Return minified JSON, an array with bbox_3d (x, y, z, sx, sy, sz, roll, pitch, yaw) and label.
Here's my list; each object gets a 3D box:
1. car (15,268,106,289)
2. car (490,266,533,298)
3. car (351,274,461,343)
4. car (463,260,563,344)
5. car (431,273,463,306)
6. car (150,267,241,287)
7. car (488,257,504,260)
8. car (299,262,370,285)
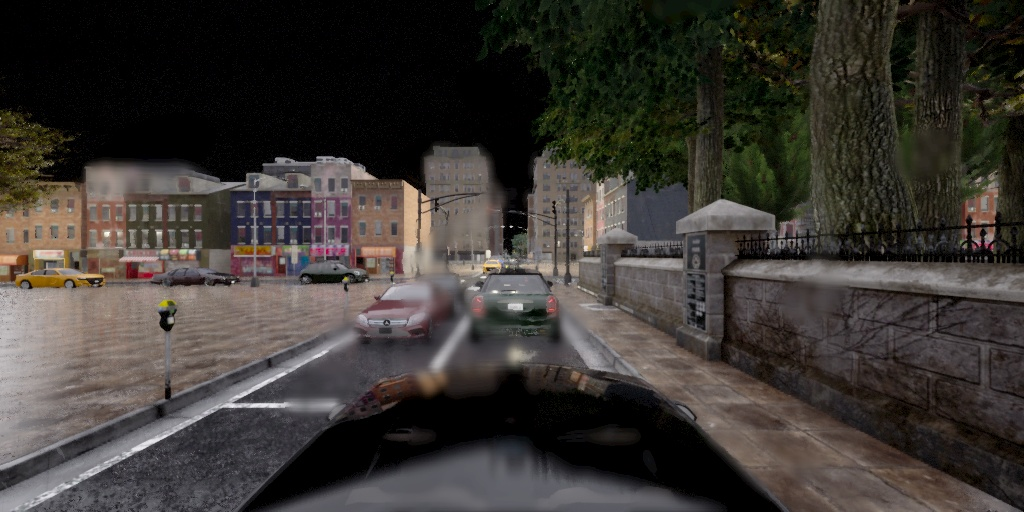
[{"bbox_3d":[-32.791,1.625,26.135,5.008,1.535,1.882,-1,0,0],"label":"car"},{"bbox_3d":[-0.144,1.313,19.184,1.994,1.385,4.181,0,0,-5],"label":"car"},{"bbox_3d":[-2.638,1.331,9.625,1.802,1.307,4.207,0,0,0],"label":"car"},{"bbox_3d":[0.073,1.101,9.740,2.097,1.767,4.553,0,0,0],"label":"car"},{"bbox_3d":[-2.638,1.315,13.288,1.948,1.339,4.313,0,0,0],"label":"car"},{"bbox_3d":[-23.022,1.545,26.157,5.357,1.411,2.033,-1,0,0],"label":"car"},{"bbox_3d":[-2.277,1.218,41.554,1.882,1.535,5.008,0,0,1],"label":"car"},{"bbox_3d":[-12.872,1.223,26.198,4.553,1.767,2.097,-1,0,0],"label":"car"}]
